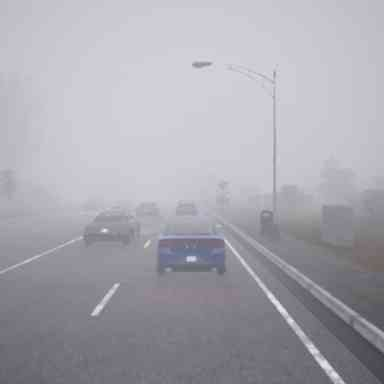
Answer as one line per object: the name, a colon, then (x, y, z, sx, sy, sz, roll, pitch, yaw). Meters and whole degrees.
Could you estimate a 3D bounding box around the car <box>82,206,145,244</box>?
car: (-3.629, 1.564, 15.688, 1.994, 1.385, 4.181, 0, 0, -1)

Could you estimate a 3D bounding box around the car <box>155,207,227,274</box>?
car: (-0.040, 1.477, 10.637, 1.882, 1.535, 5.008, 0, 0, -1)

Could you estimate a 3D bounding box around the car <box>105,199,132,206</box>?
car: (-7.941, 1.548, 37.596, 2.033, 1.411, 5.357, 0, 0, -2)

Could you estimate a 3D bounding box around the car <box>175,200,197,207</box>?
car: (-0.532, 1.490, 30.711, 2.128, 1.511, 4.902, 0, 0, -2)

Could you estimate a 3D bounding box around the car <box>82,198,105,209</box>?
car: (-11.489, 1.507, 39.237, 1.837, 1.490, 4.892, 0, 0, -2)

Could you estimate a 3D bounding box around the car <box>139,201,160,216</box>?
car: (-4.046, 1.564, 31.082, 1.994, 1.385, 4.181, 0, 0, -2)
